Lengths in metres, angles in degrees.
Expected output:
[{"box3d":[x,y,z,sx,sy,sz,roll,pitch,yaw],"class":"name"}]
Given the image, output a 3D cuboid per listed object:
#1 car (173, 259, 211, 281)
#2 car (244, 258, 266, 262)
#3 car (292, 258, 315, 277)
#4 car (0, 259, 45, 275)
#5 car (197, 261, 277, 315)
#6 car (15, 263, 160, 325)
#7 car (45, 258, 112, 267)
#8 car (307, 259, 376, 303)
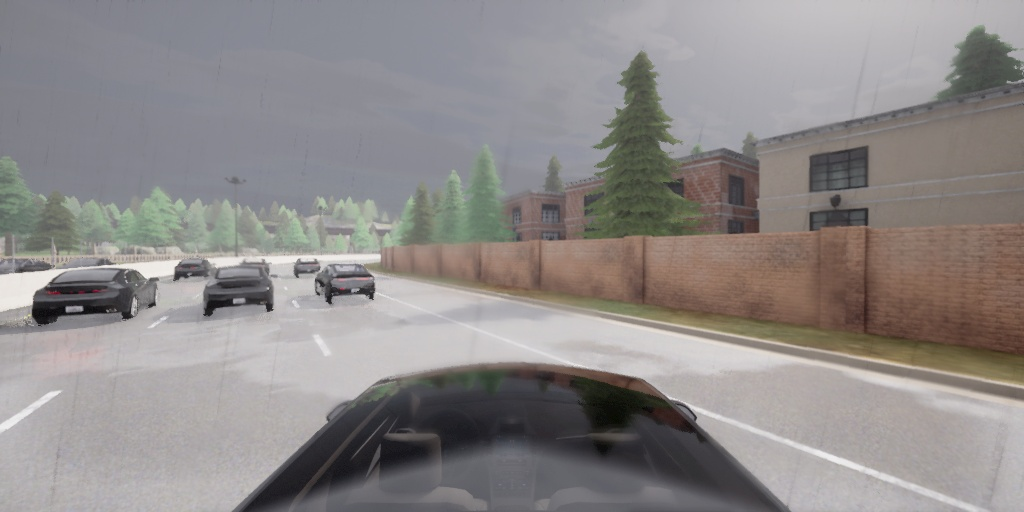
[{"box3d":[-22.920,0.960,26.039,1.837,1.490,4.892,-1,1,-33],"class":"car"},{"box3d":[-19.991,0.926,27.954,2.128,1.511,4.902,0,1,-33],"class":"car"},{"box3d":[-17.125,0.904,29.961,2.128,1.511,4.902,0,1,-33],"class":"car"},{"box3d":[-34.847,0.956,25.115,2.128,1.511,4.902,0,1,-29],"class":"car"},{"box3d":[-9.836,1.118,13.081,1.837,1.490,4.892,0,1,-35],"class":"car"},{"box3d":[-12.994,1.135,11.490,1.837,1.490,4.892,0,1,-35],"class":"car"},{"box3d":[-31.872,0.922,26.961,1.882,1.535,5.008,0,0,-29],"class":"car"},{"box3d":[-7.372,1.075,15.666,2.128,1.511,4.902,0,1,-35],"class":"car"}]
